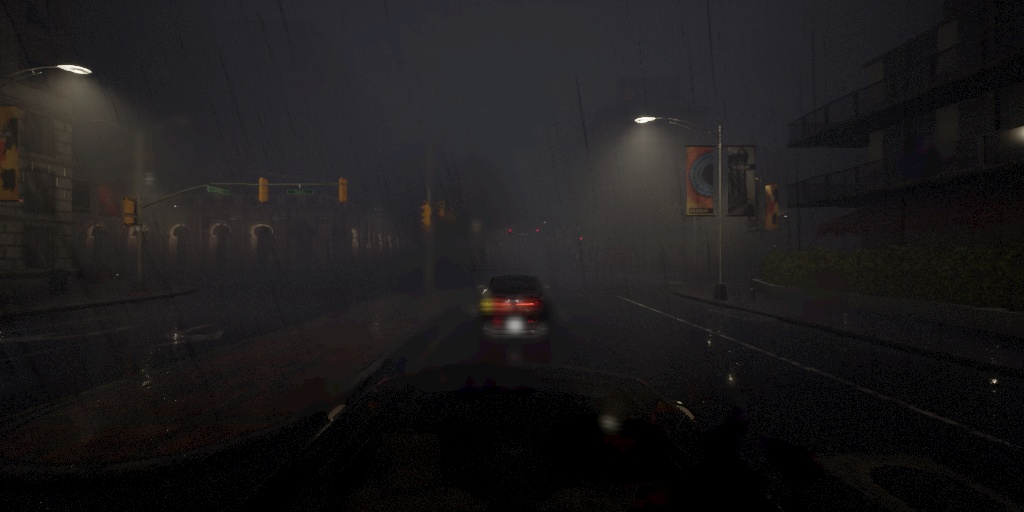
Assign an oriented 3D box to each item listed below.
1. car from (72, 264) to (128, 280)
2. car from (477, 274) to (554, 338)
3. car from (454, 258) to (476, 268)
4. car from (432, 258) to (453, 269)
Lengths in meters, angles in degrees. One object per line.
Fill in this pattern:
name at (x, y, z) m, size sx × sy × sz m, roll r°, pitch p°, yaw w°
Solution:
car at (-33.475, 1.314, 28.596) m, size 4.181 × 1.385 × 1.994 m, roll 0°, pitch 0°, yaw 0°
car at (0.081, 1.255, 10.180) m, size 1.837 × 1.490 × 4.892 m, roll 0°, pitch 0°, yaw 0°
car at (-8.011, 1.240, 61.552) m, size 2.128 × 1.511 × 4.902 m, roll 0°, pitch 0°, yaw 1°
car at (-11.523, 1.102, 58.334) m, size 2.097 × 1.767 × 4.553 m, roll 0°, pitch 0°, yaw 0°
